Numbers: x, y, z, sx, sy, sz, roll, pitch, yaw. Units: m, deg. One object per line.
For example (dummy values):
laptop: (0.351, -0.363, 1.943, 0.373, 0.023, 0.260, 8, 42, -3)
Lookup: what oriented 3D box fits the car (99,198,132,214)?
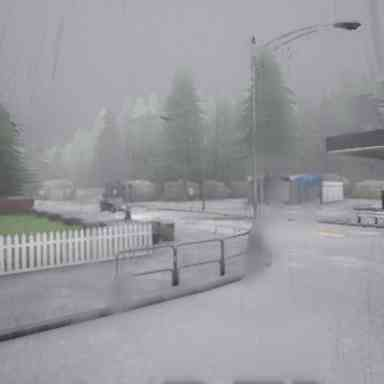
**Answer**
car: (-7.413, 1.285, 31.957, 2.128, 1.511, 4.902, -1, 1, -35)
